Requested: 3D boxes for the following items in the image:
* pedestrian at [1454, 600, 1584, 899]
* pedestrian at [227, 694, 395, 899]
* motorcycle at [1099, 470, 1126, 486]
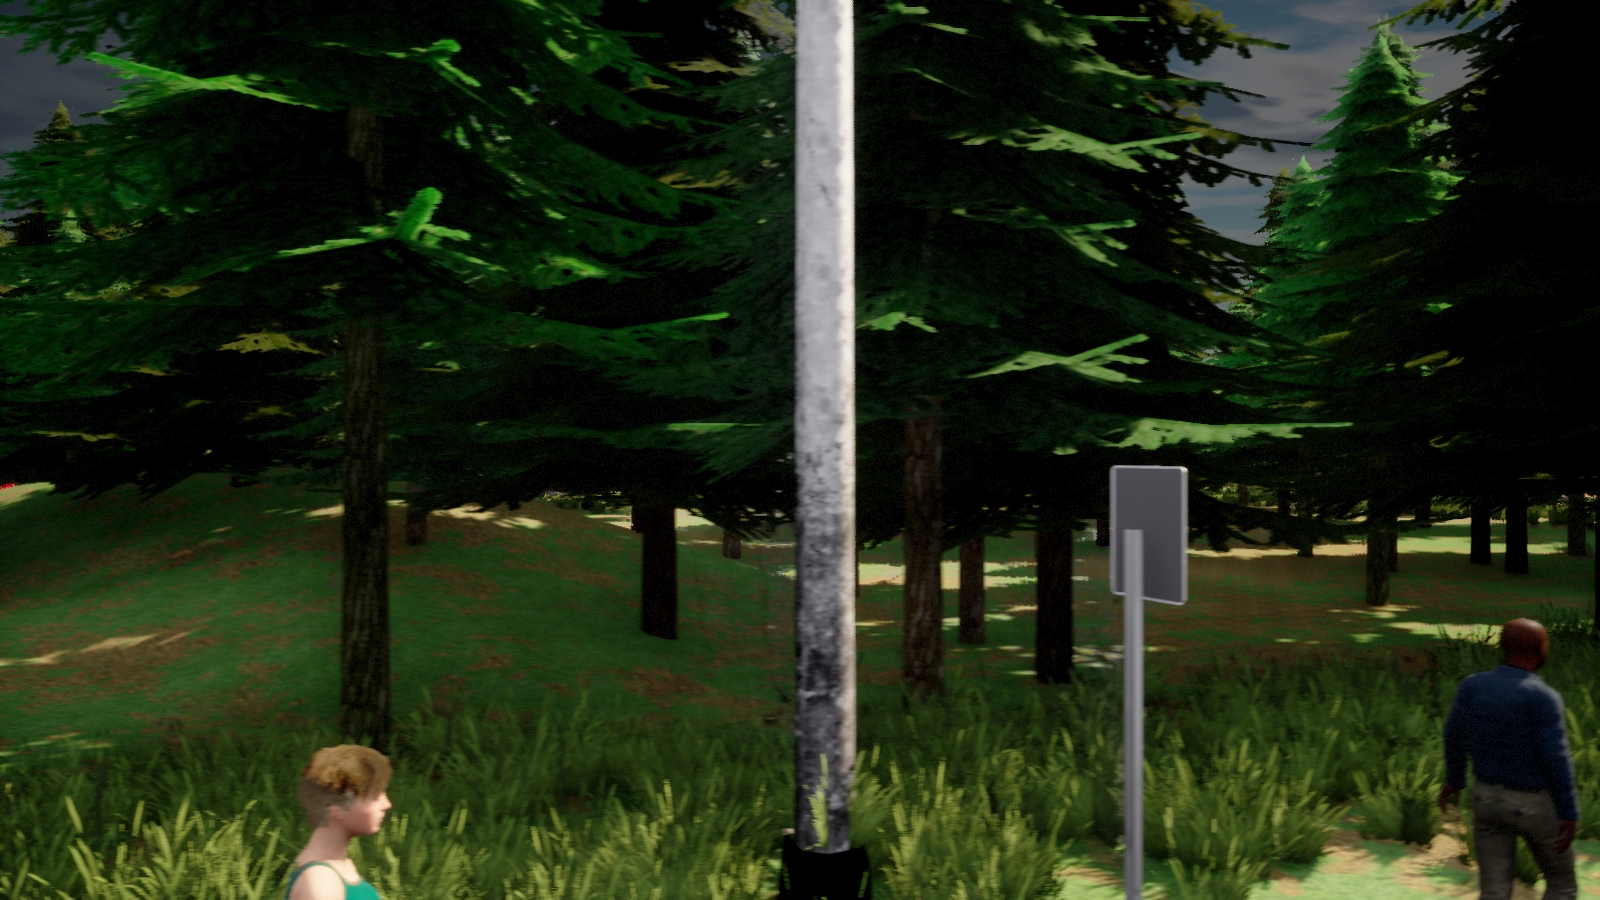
[{"bbox_3d":[3.398,1.671,5.404,0.375,1.860,0.375,0,0,-24],"label":"pedestrian"},{"bbox_3d":[-1.375,1.671,3.252,0.375,1.860,0.375,0,0,-12],"label":"pedestrian"},{"bbox_3d":[24.900,2.235,91.160,0.867,1.251,2.209,0,0,-24],"label":"motorcycle"}]
